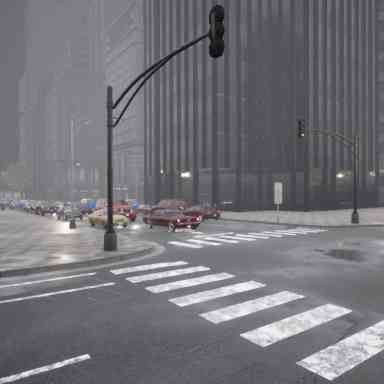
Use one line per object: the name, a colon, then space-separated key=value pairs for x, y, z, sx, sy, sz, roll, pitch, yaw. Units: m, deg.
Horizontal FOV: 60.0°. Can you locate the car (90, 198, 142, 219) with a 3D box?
car: x=-7.011 y=1.598 z=30.161 sx=2.150 sy=2.045 sz=5.566 roll=0 pitch=-1 yaw=-35

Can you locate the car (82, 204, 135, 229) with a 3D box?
car: x=-6.215 y=1.843 z=24.420 sx=1.752 sy=1.417 sz=4.829 roll=-1 pitch=0 yaw=-35

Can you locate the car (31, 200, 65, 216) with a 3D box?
car: x=-17.631 y=1.900 z=40.495 sx=2.192 sy=1.841 sz=5.009 roll=-1 pitch=0 yaw=-35

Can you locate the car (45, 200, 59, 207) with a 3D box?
car: x=-31.649 y=2.593 z=74.980 sx=1.947 sy=1.339 sz=4.313 roll=-1 pitch=0 yaw=-35

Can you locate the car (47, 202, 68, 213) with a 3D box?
car: x=-19.293 y=2.189 z=47.554 sx=1.812 sy=1.442 sz=4.674 roll=0 pitch=-1 yaw=-35

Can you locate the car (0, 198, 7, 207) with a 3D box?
car: x=-41.208 y=2.665 z=73.717 sx=1.887 sy=1.381 sz=4.507 roll=-1 pitch=0 yaw=-35

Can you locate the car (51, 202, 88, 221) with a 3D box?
car: x=-11.969 y=2.003 z=32.527 sx=2.008 sy=1.369 sz=4.403 roll=-1 pitch=0 yaw=-35

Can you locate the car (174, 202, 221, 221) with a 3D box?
car: x=0.646 y=1.828 z=29.486 sx=1.887 sy=1.381 sz=4.507 roll=-1 pitch=0 yaw=-35

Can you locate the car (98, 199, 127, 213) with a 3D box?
car: x=-11.118 y=1.874 z=46.093 sx=2.192 sy=1.841 sz=5.009 roll=-1 pitch=0 yaw=-35

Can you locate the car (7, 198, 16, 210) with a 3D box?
car: x=-31.872 y=2.353 z=60.561 sx=1.967 sy=1.590 sz=4.097 roll=-1 pitch=0 yaw=-35

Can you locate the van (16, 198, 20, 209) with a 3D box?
van: x=-26.114 y=2.122 z=52.448 sx=1.690 sy=1.788 sz=3.998 roll=-1 pitch=0 yaw=-35

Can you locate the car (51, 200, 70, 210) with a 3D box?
car: x=-22.977 y=2.270 z=58.005 sx=1.882 sy=1.535 sz=5.008 roll=0 pitch=-1 yaw=-35

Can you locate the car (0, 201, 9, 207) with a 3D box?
car: x=-44.319 y=2.770 z=78.102 sx=1.802 sy=1.307 sz=4.206 roll=-1 pitch=0 yaw=-35

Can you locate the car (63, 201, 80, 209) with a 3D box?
car: x=-22.615 y=2.405 z=62.253 sx=1.802 sy=1.307 sz=4.206 roll=-1 pitch=0 yaw=-35

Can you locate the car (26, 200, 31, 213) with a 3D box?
car: x=-20.454 y=2.195 z=44.480 sx=1.887 sy=1.381 sz=4.507 roll=-1 pitch=0 yaw=-35

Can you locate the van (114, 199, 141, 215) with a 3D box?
van: x=-8.178 y=1.831 z=41.941 sx=1.690 sy=1.788 sz=3.998 roll=-1 pitch=0 yaw=-35

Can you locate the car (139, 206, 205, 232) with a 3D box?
car: x=-1.458 y=1.846 z=22.337 sx=1.895 sy=1.301 sz=4.718 roll=0 pitch=-1 yaw=-35

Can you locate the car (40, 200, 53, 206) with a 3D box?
car: x=-34.661 y=2.659 z=79.223 sx=1.947 sy=1.339 sz=4.313 roll=-1 pitch=0 yaw=-35

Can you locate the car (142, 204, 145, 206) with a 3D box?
car: x=-5.232 y=2.003 z=37.789 sx=1.802 sy=1.307 sz=4.206 roll=-1 pitch=0 yaw=-35

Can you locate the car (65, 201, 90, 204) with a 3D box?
car: x=-13.067 y=2.065 z=38.701 sx=2.033 sy=1.411 sz=5.357 roll=0 pitch=-1 yaw=-35

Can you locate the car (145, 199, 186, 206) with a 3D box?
car: x=-2.299 y=1.667 z=33.638 sx=2.192 sy=1.841 sz=5.009 roll=-1 pitch=0 yaw=-35

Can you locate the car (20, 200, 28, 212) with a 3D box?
car: x=-23.284 y=2.156 z=48.463 sx=1.967 sy=1.590 sz=4.097 roll=-1 pitch=0 yaw=-35
